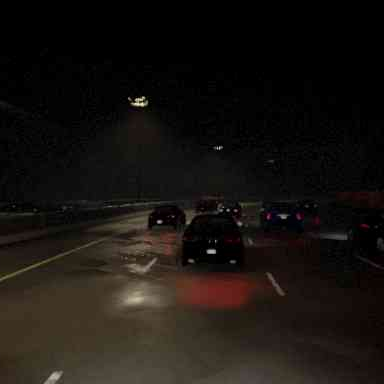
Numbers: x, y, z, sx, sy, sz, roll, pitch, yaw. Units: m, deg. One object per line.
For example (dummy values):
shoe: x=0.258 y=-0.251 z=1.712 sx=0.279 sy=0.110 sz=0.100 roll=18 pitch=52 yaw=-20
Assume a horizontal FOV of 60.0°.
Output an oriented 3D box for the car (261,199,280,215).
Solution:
car: x=8.808 y=1.569 z=36.982 sx=1.882 sy=1.535 sz=5.008 roll=0 pitch=0 yaw=15

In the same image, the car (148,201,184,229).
car: x=-1.554 y=1.573 z=21.741 sx=1.812 sy=1.442 sz=4.674 roll=0 pitch=0 yaw=8

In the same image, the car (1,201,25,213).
car: x=-19.799 y=1.667 z=38.862 sx=1.895 sy=1.301 sz=4.718 roll=0 pitch=0 yaw=13

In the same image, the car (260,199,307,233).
car: x=5.300 y=1.404 z=20.194 sx=2.097 sy=1.767 sz=4.553 roll=0 pitch=0 yaw=8

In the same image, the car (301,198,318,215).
car: x=11.892 y=1.442 z=34.935 sx=2.097 sy=1.767 sz=4.553 roll=0 pitch=0 yaw=14

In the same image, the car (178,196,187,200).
car: x=-1.891 y=1.627 z=77.260 sx=1.882 sy=1.535 sz=5.008 roll=0 pitch=0 yaw=27

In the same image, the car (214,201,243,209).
car: x=3.604 y=1.619 z=30.581 sx=2.033 sy=1.411 sz=5.357 roll=0 pitch=0 yaw=12

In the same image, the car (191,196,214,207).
car: x=1.737 y=1.563 z=37.628 sx=1.882 sy=1.535 sz=5.008 roll=0 pitch=0 yaw=14

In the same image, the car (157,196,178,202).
car: x=-5.990 y=1.702 z=76.948 sx=2.033 sy=1.411 sz=5.357 roll=0 pitch=0 yaw=27

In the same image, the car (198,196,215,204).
car: x=3.224 y=1.639 z=71.884 sx=1.882 sy=1.535 sz=5.008 roll=0 pitch=0 yaw=25

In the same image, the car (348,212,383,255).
car: x=7.952 y=1.545 z=13.445 sx=1.837 sy=1.490 sz=4.892 roll=0 pitch=0 yaw=6

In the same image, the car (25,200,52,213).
car: x=-16.309 y=1.616 z=38.501 sx=2.033 sy=1.411 sz=5.357 roll=0 pitch=0 yaw=13

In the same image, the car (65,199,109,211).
car: x=-10.221 y=1.612 z=33.796 sx=2.033 sy=1.411 sz=5.357 roll=0 pitch=0 yaw=12

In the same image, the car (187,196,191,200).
car: x=1.167 y=1.704 z=75.555 sx=1.994 sy=1.385 sz=4.181 roll=0 pitch=0 yaw=27

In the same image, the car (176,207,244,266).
car: x=0.756 y=1.505 z=11.737 sx=1.882 sy=1.535 sz=5.008 roll=0 pitch=0 yaw=5

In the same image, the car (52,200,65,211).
car: x=-12.933 y=1.561 z=37.386 sx=2.128 sy=1.511 sz=4.902 roll=0 pitch=0 yaw=13
